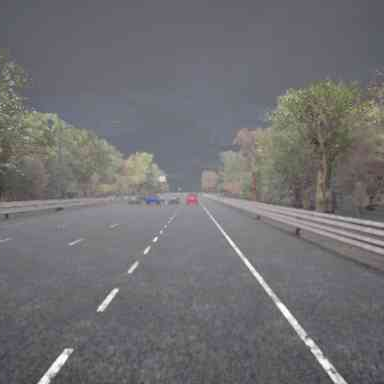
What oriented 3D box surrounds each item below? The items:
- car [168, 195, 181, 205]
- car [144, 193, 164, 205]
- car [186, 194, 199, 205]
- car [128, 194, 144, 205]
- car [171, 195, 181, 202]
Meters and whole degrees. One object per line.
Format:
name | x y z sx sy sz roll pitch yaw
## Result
car | -3.473 1.578 61.437 1.812 1.442 4.674 0 0 0
car | -6.973 1.297 61.055 2.150 2.045 5.566 0 0 0
car | 0.027 1.296 61.051 2.150 2.045 5.566 0 0 0
car | -10.473 1.616 61.025 2.033 1.411 5.357 0 0 0
car | -3.467 1.481 72.928 1.837 1.490 4.892 0 0 0
